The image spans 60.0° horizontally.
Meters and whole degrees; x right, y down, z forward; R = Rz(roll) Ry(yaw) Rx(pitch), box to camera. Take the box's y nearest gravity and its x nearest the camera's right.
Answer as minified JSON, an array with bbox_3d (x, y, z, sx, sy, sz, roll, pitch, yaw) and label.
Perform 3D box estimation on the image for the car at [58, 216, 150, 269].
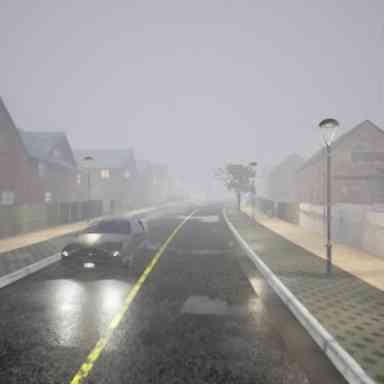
[{"bbox_3d":[-2.654,1.565,11.480,2.033,1.411,5.357,0,0,2],"label":"car"}]
